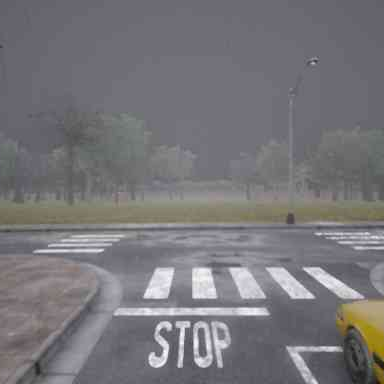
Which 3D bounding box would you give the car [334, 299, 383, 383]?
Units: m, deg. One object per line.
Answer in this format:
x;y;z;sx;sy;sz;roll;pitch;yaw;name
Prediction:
2.637;1.489;2.336;1.752;1.417;4.829;0;1;0;car
